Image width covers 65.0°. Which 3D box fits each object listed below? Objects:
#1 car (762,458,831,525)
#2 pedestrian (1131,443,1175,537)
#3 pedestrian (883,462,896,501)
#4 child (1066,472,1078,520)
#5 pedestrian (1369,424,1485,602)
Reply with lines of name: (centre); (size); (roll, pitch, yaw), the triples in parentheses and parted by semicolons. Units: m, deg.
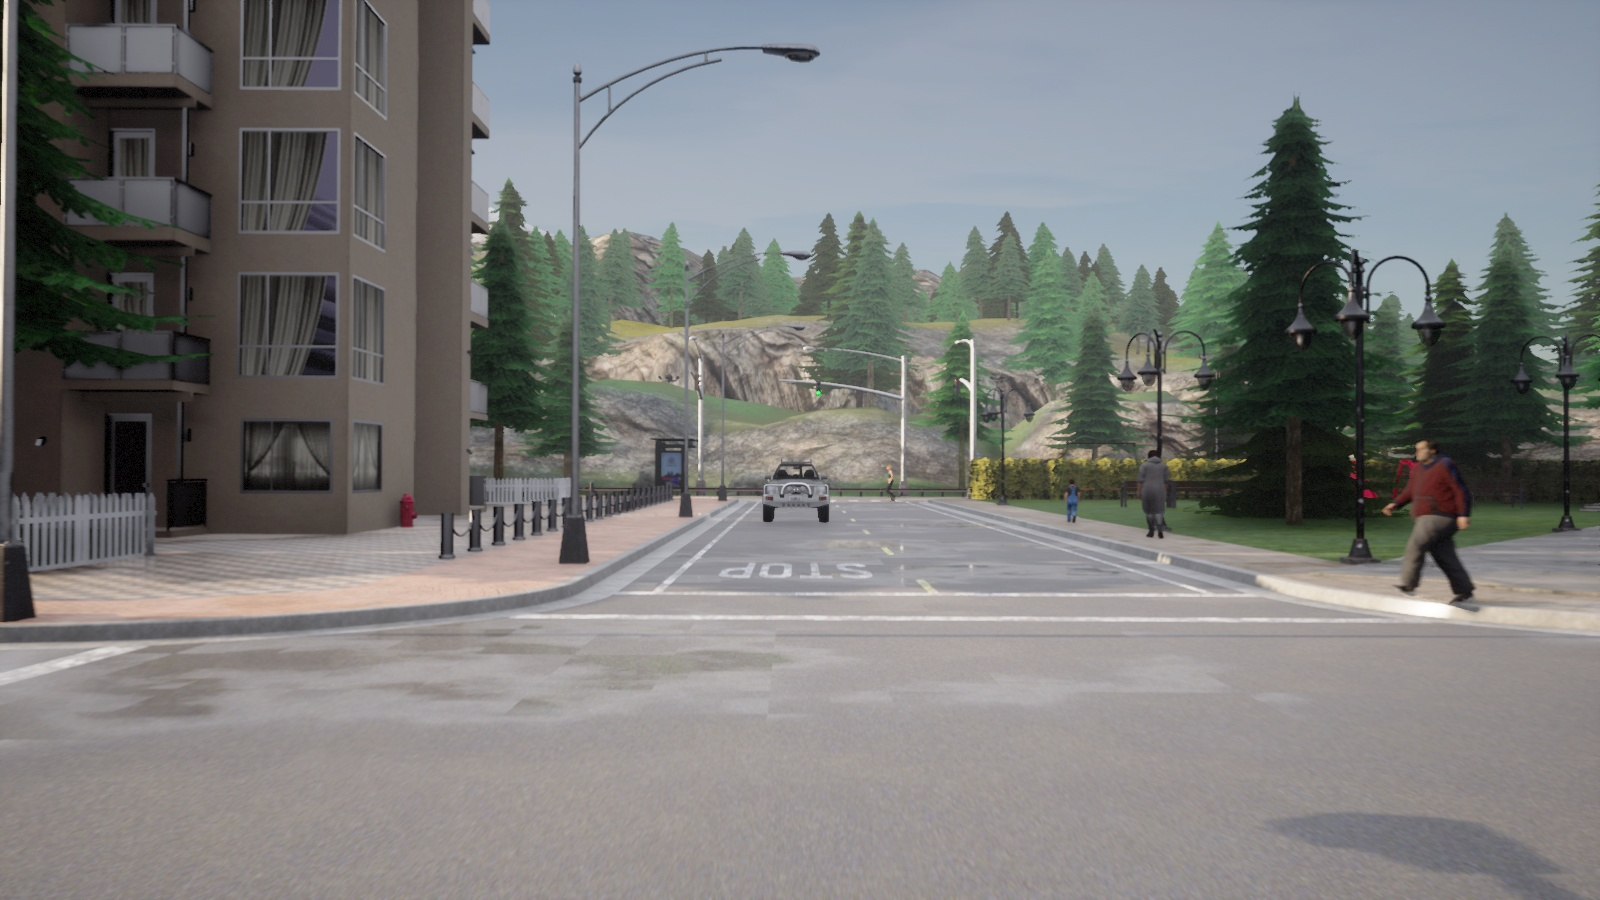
car: (-0.106, 1.205, 37.682); (1.932, 1.855, 4.605); (0, -1, 0)
pedestrian: (7.409, 0.832, 26.373); (0.659, 1.952, 0.873); (0, -1, -1)
pedestrian: (4.309, 1.522, 60.776); (0.594, 1.836, 0.345); (0, -1, 0)
child: (7.323, 1.238, 33.831); (0.270, 1.263, 0.437); (0, -1, 9)
pedestrian: (6.679, 0.660, 13.399); (0.899, 1.844, 0.634); (0, -1, 0)
